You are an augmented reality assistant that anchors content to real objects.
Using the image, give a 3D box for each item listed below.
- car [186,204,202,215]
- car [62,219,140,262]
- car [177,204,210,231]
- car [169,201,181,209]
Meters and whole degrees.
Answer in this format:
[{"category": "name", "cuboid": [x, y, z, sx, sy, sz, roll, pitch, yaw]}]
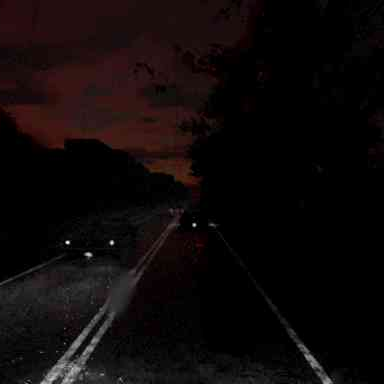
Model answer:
[{"category": "car", "cuboid": [0.222, 2.189, 42.265, 1.895, 1.301, 4.718, 0, -1, 0]}, {"category": "car", "cuboid": [-3.326, 1.755, 12.979, 1.895, 1.301, 4.718, 0, -1, 0]}, {"category": "car", "cuboid": [0.154, 1.807, 22.881, 1.837, 1.490, 4.892, 0, -1, 0]}, {"category": "car", "cuboid": [-3.067, 2.343, 60.712, 2.128, 1.511, 4.902, 0, -1, 0]}]
